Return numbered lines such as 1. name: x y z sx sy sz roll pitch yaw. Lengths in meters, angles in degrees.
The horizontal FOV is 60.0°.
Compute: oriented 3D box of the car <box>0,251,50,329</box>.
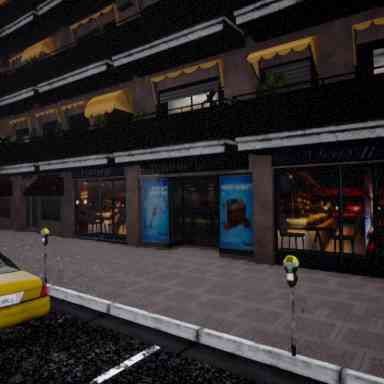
1. car: -4.552 1.527 6.127 4.829 1.417 1.752 0 -1 35
